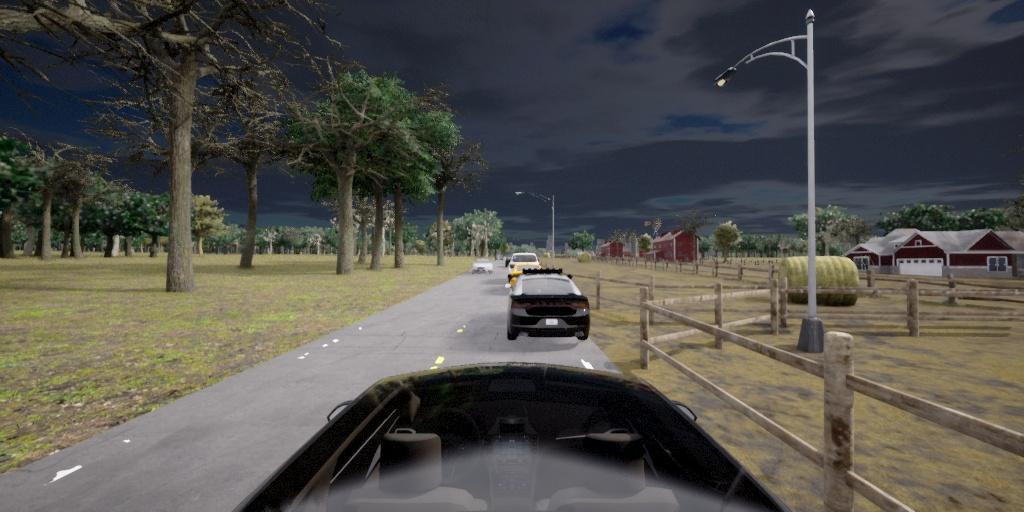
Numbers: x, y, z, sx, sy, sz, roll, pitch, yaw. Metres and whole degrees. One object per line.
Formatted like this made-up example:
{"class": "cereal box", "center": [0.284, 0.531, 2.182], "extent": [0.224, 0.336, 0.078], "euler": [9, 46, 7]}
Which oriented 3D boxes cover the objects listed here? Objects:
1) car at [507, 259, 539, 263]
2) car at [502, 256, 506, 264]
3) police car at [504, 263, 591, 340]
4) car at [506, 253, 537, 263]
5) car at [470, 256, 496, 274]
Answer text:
{"class": "car", "center": [0.828, 1.131, 19.921], "extent": [1.882, 1.535, 5.008], "euler": [0, 1, 0]}
{"class": "car", "center": [0.049, 0.740, 49.291], "extent": [1.882, 1.535, 5.008], "euler": [0, 1, 1]}
{"class": "police car", "center": [0.826, 1.155, 10.030], "extent": [1.930, 1.638, 5.238], "euler": [0, 0, 0]}
{"class": "car", "center": [0.829, 0.806, 25.952], "extent": [2.150, 2.045, 5.566], "euler": [0, 1, 0]}
{"class": "car", "center": [-2.842, 0.988, 35.140], "extent": [1.812, 1.442, 4.674], "euler": [0, 1, 0]}
